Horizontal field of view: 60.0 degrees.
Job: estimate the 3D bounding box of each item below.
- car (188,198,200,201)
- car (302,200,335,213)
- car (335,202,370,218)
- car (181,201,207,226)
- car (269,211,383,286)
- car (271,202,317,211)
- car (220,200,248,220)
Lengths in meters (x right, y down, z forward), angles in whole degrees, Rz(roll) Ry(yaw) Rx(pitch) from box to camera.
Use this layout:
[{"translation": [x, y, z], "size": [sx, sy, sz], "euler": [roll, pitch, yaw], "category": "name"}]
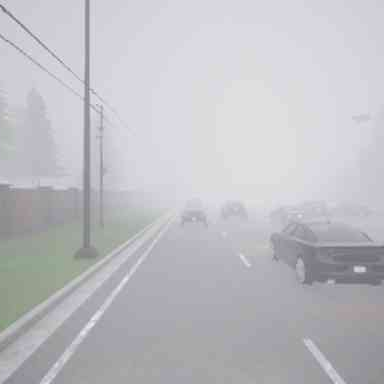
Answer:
[{"translation": [0.206, 1.546, 41.617], "size": [2.097, 1.767, 4.553], "euler": [0, 0, 0], "category": "car"}, {"translation": [10.674, 1.504, 30.012], "size": [2.097, 1.767, 4.553], "euler": [0, 0, 0], "category": "car"}, {"translation": [14.175, 1.648, 30.253], "size": [2.128, 1.511, 4.902], "euler": [0, 0, 0], "category": "car"}, {"translation": [0.147, 1.639, 24.406], "size": [1.812, 1.442, 4.674], "euler": [0, 0, 0], "category": "car"}, {"translation": [3.620, 1.527, 9.632], "size": [1.882, 1.535, 5.008], "euler": [0, 0, 0], "category": "car"}, {"translation": [7.160, 1.671, 24.790], "size": [2.033, 1.411, 5.357], "euler": [0, 0, 0], "category": "car"}, {"translation": [3.675, 1.496, 30.031], "size": [2.097, 1.767, 4.553], "euler": [0, 0, 0], "category": "car"}]
